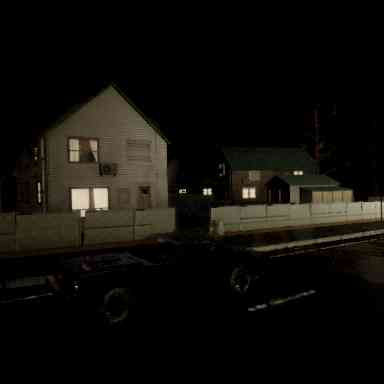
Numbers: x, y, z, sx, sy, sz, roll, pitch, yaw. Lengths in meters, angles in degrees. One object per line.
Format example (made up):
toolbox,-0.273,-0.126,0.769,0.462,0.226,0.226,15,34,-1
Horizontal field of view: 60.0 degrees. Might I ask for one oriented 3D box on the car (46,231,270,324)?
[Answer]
car,-0.557,1.599,7.263,4.718,1.301,1.895,0,0,-35
